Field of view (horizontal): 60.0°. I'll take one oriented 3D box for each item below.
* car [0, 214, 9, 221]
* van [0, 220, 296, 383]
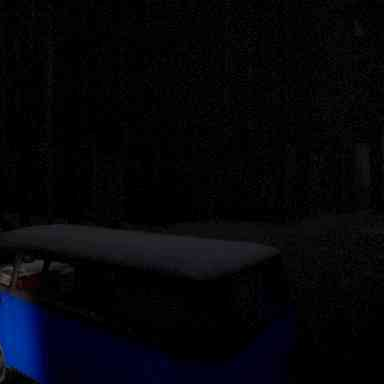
[{"bbox_3d":[-5.497,1.309,7.002,5.009,1.841,2.192,0,0,36],"label":"car"},{"bbox_3d":[-0.904,1.339,3.726,3.998,1.788,1.690,0,0,36],"label":"van"}]
